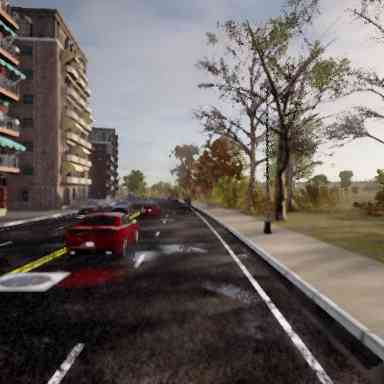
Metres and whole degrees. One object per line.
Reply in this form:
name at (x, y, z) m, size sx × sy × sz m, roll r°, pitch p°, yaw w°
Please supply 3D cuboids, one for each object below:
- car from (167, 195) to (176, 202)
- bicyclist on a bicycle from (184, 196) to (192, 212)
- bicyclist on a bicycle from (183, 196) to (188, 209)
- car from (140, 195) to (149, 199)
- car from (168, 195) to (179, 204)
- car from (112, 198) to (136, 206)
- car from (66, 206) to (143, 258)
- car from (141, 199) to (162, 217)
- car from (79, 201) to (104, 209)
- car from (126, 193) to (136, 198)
car at (-5.061, 1.587, 82.949) m, size 1.882 × 1.535 × 5.008 m, roll 0°, pitch 0°, yaw -7°
bicyclist on a bicycle at (-0.306, 1.585, 39.492) m, size 0.582 × 1.620 × 1.656 m, roll 0°, pitch 0°, yaw -3°
bicyclist on a bicycle at (-0.959, 1.533, 49.402) m, size 0.659 × 1.776 × 1.843 m, roll 0°, pitch 0°, yaw -4°
car at (-11.213, 1.318, 79.296) m, size 2.097 × 1.767 × 4.553 m, roll 0°, pitch 0°, yaw -7°
car at (-3.874, 1.773, 72.144) m, size 2.033 × 1.411 × 5.357 m, roll 0°, pitch 0°, yaw -6°
car at (-7.654, 1.679, 36.808) m, size 2.033 × 1.411 × 5.357 m, roll 0°, pitch 0°, yaw -3°
car at (-3.317, 1.527, 13.101) m, size 1.882 × 1.535 × 5.008 m, roll 0°, pitch 0°, yaw -1°
car at (-4.011, 1.679, 32.853) m, size 1.994 × 1.385 × 4.181 m, roll 0°, pitch 0°, yaw -3°
car at (-10.894, 1.682, 36.542) m, size 2.033 × 1.411 × 5.357 m, roll 0°, pitch 0°, yaw -3°
car at (-14.435, 1.193, 78.860) m, size 2.150 × 2.045 × 5.566 m, roll 0°, pitch 0°, yaw -7°
